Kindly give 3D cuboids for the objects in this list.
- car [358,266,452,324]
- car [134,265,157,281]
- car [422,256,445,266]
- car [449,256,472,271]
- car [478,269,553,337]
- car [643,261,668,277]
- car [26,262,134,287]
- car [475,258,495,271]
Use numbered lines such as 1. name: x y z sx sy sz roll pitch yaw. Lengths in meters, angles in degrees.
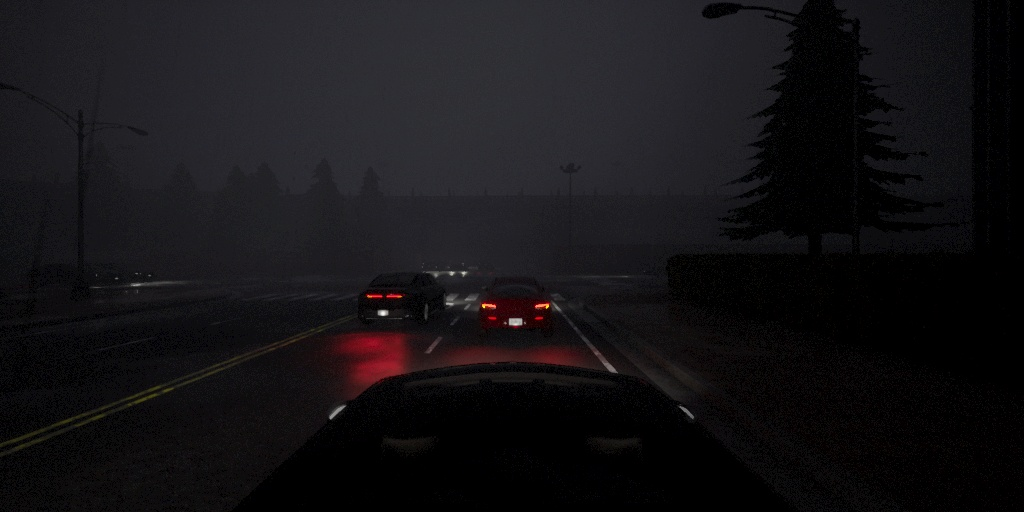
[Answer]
1. car: -3.415 1.254 11.896 1.837 1.490 4.892 0 0 0
2. car: -29.275 1.197 26.487 4.892 1.490 1.837 0 0 -2
3. car: -10.582 0.968 48.539 2.150 2.045 5.566 0 0 0
4. car: -7.085 1.099 48.147 2.097 1.767 4.553 0 0 0
5. car: 0.085 1.275 10.149 1.812 1.442 4.674 0 0 0
6. car: 15.007 1.184 33.892 4.902 1.511 2.128 0 0 0
7. car: -27.890 1.198 23.040 4.892 1.490 1.837 0 0 -1
8. car: -3.395 1.099 48.618 2.097 1.767 4.553 0 0 0
